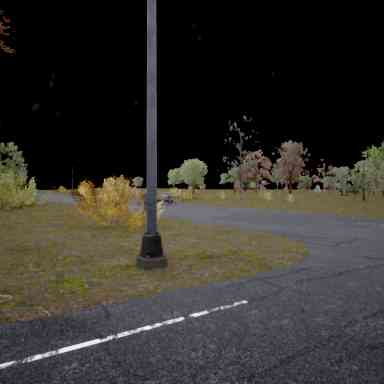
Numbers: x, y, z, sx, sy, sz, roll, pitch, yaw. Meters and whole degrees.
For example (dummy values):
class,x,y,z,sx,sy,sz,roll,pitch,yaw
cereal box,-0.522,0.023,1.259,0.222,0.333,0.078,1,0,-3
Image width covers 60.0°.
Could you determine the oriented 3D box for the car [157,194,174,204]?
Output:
class,x,y,z,sx,sy,sz,roll,pitch,yaw
car,-4.489,1.005,47.829,1.837,1.490,4.892,-1,1,-35
